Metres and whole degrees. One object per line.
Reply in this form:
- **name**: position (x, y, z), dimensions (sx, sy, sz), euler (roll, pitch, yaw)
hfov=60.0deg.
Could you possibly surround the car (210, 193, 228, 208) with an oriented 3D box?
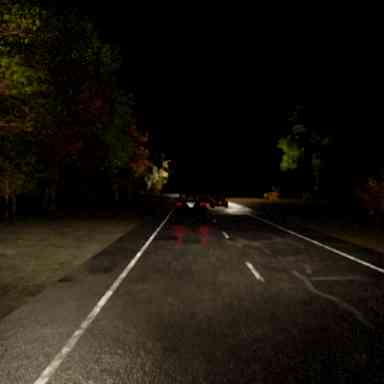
- **car**: position (3.208, 1.190, 40.034), dimensions (1.994, 1.385, 4.181), euler (0, 1, 0)

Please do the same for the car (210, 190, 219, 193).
- **car**: position (3.129, 0.752, 50.466), dimensions (2.150, 2.045, 5.566), euler (0, 1, 0)

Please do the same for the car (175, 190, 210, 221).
- **car**: position (-0.075, 0.998, 24.819), dimensions (2.150, 2.045, 5.566), euler (0, 0, 0)

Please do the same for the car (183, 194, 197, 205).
- **car**: position (-0.270, 1.091, 49.850), dimensions (2.033, 1.411, 5.357), euler (0, 1, 0)
